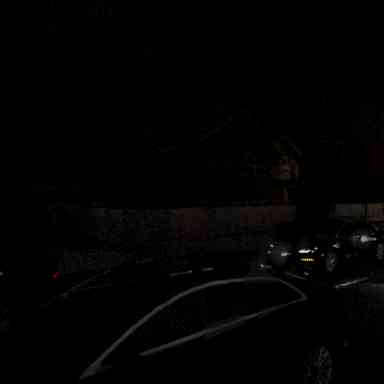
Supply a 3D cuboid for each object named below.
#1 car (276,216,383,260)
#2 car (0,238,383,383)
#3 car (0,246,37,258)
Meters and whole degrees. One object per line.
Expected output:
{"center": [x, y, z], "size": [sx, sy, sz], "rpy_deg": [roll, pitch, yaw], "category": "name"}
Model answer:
{"center": [4.612, 1.574, 10.962], "size": [4.892, 1.490, 1.837], "rpy_deg": [1, 0, -35], "category": "car"}
{"center": [-0.347, 1.504, 3.436], "size": [4.902, 1.511, 2.128], "rpy_deg": [1, 0, -36], "category": "car"}
{"center": [-4.354, 1.499, 4.567], "size": [4.892, 1.490, 1.837], "rpy_deg": [1, 0, -36], "category": "car"}
